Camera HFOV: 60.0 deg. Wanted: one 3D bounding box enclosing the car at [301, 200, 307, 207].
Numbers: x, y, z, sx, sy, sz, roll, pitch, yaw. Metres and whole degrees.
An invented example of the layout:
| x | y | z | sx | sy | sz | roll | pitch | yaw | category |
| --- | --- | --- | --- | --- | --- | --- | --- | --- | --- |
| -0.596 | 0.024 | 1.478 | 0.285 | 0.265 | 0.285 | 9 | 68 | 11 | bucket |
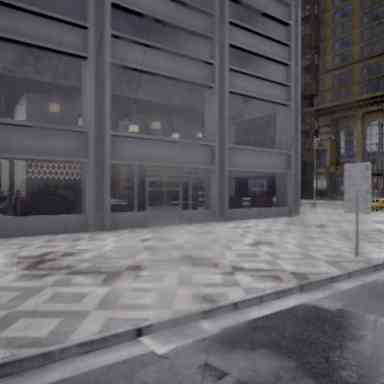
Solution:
| x | y | z | sx | sy | sz | roll | pitch | yaw | category |
| --- | --- | --- | --- | --- | --- | --- | --- | --- | --- |
| 11.469 | 1.023 | 40.148 | 1.752 | 1.417 | 4.829 | 1 | 0 | -35 | car |

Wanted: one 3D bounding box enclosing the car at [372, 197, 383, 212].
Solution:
| x | y | z | sx | sy | sz | roll | pitch | yaw | category |
| --- | --- | --- | --- | --- | --- | --- | --- | --- | --- |
| 18.019 | 1.207 | 30.889 | 1.752 | 1.417 | 4.829 | 1 | 0 | -35 | car |
